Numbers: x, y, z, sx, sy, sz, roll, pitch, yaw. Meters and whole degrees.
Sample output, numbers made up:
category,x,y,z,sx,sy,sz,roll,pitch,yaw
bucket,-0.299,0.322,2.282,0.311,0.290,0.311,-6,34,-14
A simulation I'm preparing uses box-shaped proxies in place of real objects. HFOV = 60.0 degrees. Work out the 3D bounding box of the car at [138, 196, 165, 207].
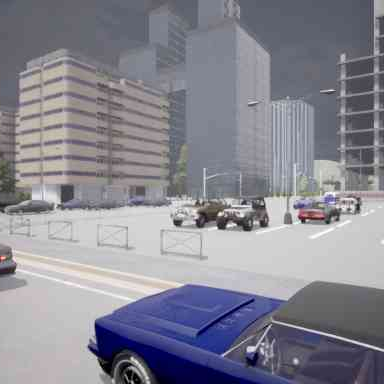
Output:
category,x,y,z,sx,sy,sz,roll,pitch,yaw
car,-5.162,1.547,50.154,2.033,1.411,5.357,0,0,34

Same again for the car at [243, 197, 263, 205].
category,x,y,z,sx,sy,sz,roll,pitch,yaw
car,11.381,1.601,61.926,1.895,1.301,4.718,0,0,35

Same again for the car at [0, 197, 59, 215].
category,x,y,z,sx,sy,sz,roll,pitch,yaw
car,-16.284,1.526,33.566,1.812,1.442,4.674,0,0,34

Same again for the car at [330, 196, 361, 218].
category,x,y,z,sx,sy,sz,roll,pitch,yaw
car,15.066,1.395,32.211,1.970,1.475,3.806,0,0,34

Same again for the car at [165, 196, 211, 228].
category,x,y,z,sx,sy,sz,roll,pitch,yaw
car,0.675,1.153,20.922,1.932,1.855,4.605,0,0,34

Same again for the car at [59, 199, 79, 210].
category,x,y,z,sx,sy,sz,roll,pitch,yaw
car,-14.522,1.547,42.513,2.033,1.411,5.357,0,0,34

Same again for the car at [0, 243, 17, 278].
category,x,y,z,sx,sy,sz,roll,pitch,yaw
car,-6.692,1.547,8.682,5.357,1.411,2.033,0,0,35

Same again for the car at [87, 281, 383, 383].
category,x,y,z,sx,sy,sz,roll,pitch,yaw
car,1.154,1.601,3.167,4.718,1.301,1.895,0,0,35

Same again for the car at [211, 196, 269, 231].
category,x,y,z,sx,sy,sz,roll,pitch,yaw
car,3.042,1.156,19.256,1.905,1.878,3.866,0,0,34

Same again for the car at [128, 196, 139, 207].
category,x,y,z,sx,sy,sz,roll,pitch,yaw
car,-8.846,1.352,50.909,2.097,1.767,4.553,0,0,35

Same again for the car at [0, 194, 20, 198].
category,x,y,z,sx,sy,sz,roll,pitch,yaw
car,-20.232,1.222,34.003,2.150,2.045,5.566,0,0,34

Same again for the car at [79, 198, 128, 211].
category,x,y,z,sx,sy,sz,roll,pitch,yaw
car,-10.954,1.547,41.538,2.033,1.411,5.357,0,0,34
